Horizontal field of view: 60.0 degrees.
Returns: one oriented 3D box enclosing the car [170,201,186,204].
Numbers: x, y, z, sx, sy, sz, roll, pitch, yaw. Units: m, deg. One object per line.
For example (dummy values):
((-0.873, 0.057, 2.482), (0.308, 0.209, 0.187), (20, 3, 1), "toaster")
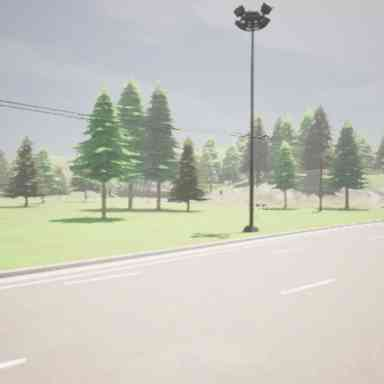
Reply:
((-2.900, 1.631, 68.403), (2.033, 1.411, 5.357), (0, 0, -37), "car")
